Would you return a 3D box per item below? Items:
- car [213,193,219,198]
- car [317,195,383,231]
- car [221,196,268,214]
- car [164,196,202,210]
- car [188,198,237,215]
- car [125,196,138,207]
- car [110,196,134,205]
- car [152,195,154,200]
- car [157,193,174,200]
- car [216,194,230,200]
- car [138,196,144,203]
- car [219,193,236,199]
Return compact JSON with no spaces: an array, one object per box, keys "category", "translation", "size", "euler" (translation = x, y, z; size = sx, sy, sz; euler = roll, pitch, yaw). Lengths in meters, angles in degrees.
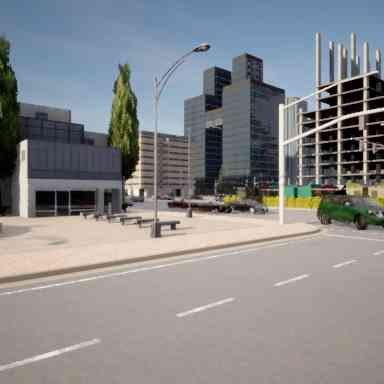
[{"category":"car","translation":[6.165,1.156,69.992],"size":[3.866,1.878,1.905],"euler":[0,0,-40]},{"category":"car","translation":[10.245,1.223,21.015],"size":[2.150,2.045,5.566],"euler":[1,0,-14]},{"category":"car","translation":[5.774,1.492,34.998],"size":[2.128,1.511,4.902],"euler":[0,0,-38]},{"category":"car","translation":[-1.216,1.601,43.898],"size":[1.895,1.301,4.718],"euler":[0,0,-38]},{"category":"car","translation":[2.004,1.601,34.139],"size":[1.895,1.301,4.718],"euler":[0,0,-38]},{"category":"car","translation":[-10.504,1.506,50.091],"size":[1.837,1.490,4.892],"euler":[0,0,-38]},{"category":"car","translation":[-12.219,1.493,58.029],"size":[2.128,1.511,4.902],"euler":[0,0,-38]},{"category":"car","translation":[-8.185,1.153,87.346],"size":[4.605,1.855,1.932],"euler":[0,0,-40]},{"category":"car","translation":[-6.380,1.156,85.082],"size":[3.866,1.878,1.905],"euler":[0,0,-40]},{"category":"car","translation":[8.798,1.395,94.140],"size":[3.806,1.475,1.970],"euler":[0,0,-40]},{"category":"car","translation":[-11.717,1.491,68.910],"size":[2.128,1.511,4.902],"euler":[0,0,-38]},{"category":"car","translation":[8.003,1.395,67.756],"size":[3.806,1.475,1.970],"euler":[0,0,-40]}]
